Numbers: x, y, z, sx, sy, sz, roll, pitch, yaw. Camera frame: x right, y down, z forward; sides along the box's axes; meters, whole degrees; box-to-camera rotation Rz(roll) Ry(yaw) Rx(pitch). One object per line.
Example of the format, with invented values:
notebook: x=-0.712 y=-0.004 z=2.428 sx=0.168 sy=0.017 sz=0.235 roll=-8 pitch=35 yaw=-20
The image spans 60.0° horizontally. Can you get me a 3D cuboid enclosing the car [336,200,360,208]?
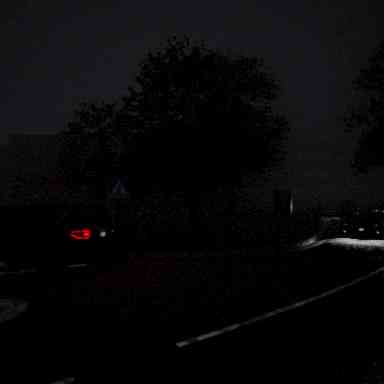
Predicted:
car: x=15.862 y=1.599 z=33.948 sx=2.097 sy=1.767 sz=4.553 roll=-1 pitch=-1 yaw=23

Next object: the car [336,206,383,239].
car: x=9.051 y=1.645 z=17.959 sx=1.994 sy=1.385 sz=4.181 roll=-1 pitch=-1 yaw=25

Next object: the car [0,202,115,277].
car: x=-5.219 y=1.373 z=10.689 sx=5.566 sy=2.045 sz=2.150 roll=-1 pitch=0 yaw=16

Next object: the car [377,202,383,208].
car: x=28.619 y=1.989 z=48.213 sx=4.181 sy=1.385 sz=1.994 roll=0 pitch=-1 yaw=-31
